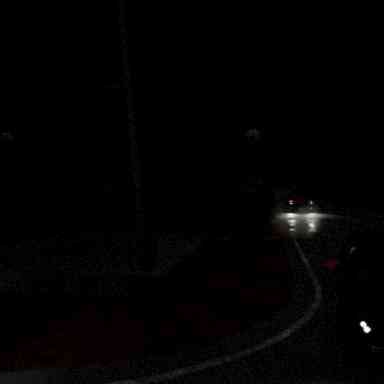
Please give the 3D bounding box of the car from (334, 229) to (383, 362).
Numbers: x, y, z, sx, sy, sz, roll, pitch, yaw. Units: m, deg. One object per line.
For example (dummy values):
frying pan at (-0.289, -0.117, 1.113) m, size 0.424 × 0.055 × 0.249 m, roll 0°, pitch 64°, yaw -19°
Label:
car at (3.667, 1.433, 5.996) m, size 2.033 × 1.411 × 5.357 m, roll -1°, pitch 1°, yaw 23°

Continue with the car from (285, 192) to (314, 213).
car at (9.488, 0.829, 29.627) m, size 2.097 × 1.767 × 4.553 m, roll -1°, pitch 1°, yaw 13°
